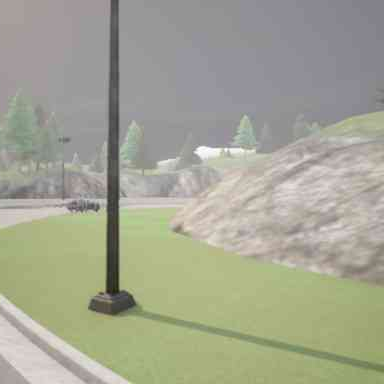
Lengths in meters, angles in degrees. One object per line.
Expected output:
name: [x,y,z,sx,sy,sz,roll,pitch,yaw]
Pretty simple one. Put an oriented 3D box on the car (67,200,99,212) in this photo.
car: [-13.635,1.694,42.003,2.128,1.511,4.902,0,0,17]
